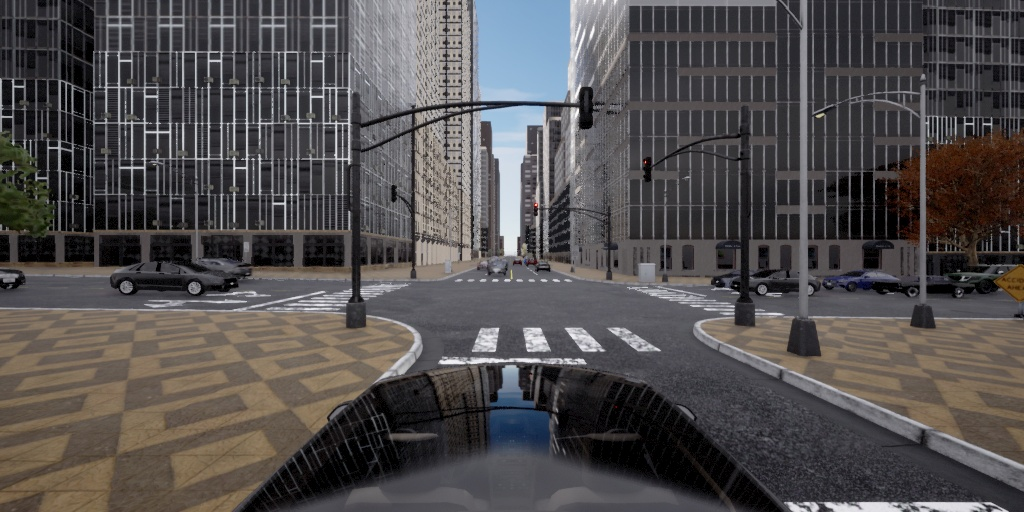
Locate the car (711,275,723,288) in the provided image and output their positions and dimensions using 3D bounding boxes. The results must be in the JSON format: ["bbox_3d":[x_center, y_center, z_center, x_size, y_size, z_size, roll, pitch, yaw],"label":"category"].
[{"bbox_3d":[16.160,1.629,24.839,4.181,1.385,1.994,1,0,-3],"label":"car"}]

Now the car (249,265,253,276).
[{"bbox_3d":[-19.551,0.906,23.146,4.902,1.511,2.128,1,0,-2],"label":"car"}]

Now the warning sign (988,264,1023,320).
[{"bbox_3d":[17.270,1.204,12.178,1.060,1.860,1.300,0,0,-3],"label":"warning sign"}]

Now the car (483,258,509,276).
[{"bbox_3d":[-1.517,1.258,37.335,2.128,1.511,4.902,0,0,0],"label":"car"}]

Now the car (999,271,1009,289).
[{"bbox_3d":[34.124,1.914,22.418,4.674,1.442,1.812,1,0,-2],"label":"car"}]

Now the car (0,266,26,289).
[{"bbox_3d":[-25.296,0.802,16.194,4.902,1.511,2.128,1,0,-3],"label":"car"}]

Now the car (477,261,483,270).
[{"bbox_3d":[-4.048,1.342,51.463,1.802,1.307,4.207,0,0,0],"label":"car"}]

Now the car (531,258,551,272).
[{"bbox_3d":[3.907,1.329,45.974,1.948,1.339,4.313,0,0,0],"label":"car"}]

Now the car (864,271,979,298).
[{"bbox_3d":[25.033,1.826,22.004,4.718,1.301,1.895,1,0,-2],"label":"car"}]

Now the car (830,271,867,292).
[{"bbox_3d":[24.561,1.741,25.232,4.674,1.442,1.812,1,0,-3],"label":"car"}]

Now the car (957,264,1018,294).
[{"bbox_3d":[34.189,1.610,25.680,5.566,2.045,2.150,1,0,-3],"label":"car"}]

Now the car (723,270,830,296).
[{"bbox_3d":[15.789,1.564,21.579,4.892,1.490,1.837,1,0,-4],"label":"car"}]

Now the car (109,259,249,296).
[{"bbox_3d":[-15.512,0.995,16.649,4.892,1.490,1.837,1,0,-3],"label":"car"}]
